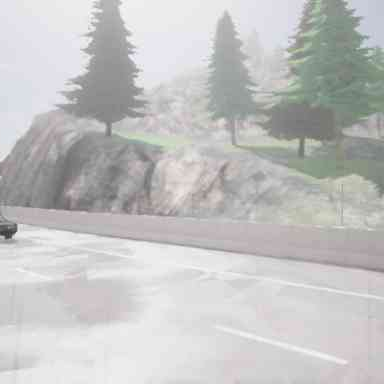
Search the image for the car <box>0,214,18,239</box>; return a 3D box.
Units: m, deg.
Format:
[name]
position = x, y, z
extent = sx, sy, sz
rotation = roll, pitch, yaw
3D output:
[car]
position = -10.829, 1.744, 17.114
extent = 4.718, 1.301, 1.895
rotation = 0, -1, 41
